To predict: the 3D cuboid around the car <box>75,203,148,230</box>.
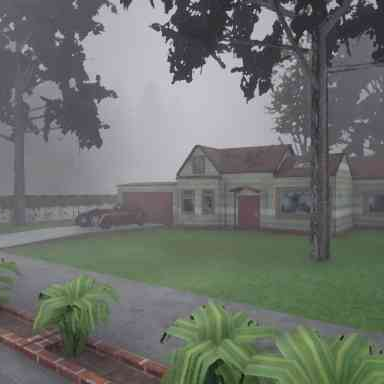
[{"bbox_3d":[-4.458,1.300,18.838,1.994,1.381,4.181,0,0,36],"label":"car"}]
